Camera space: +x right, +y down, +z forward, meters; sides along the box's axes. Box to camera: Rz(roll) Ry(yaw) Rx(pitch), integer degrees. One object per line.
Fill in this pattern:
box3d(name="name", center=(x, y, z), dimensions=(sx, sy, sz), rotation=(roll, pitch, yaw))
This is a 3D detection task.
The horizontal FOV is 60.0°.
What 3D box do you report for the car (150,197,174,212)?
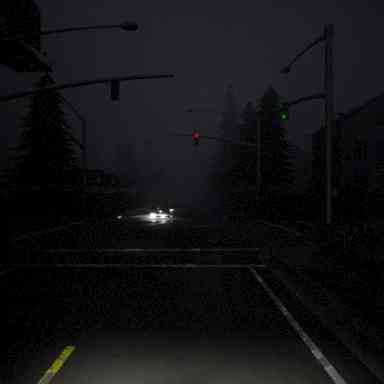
box3d(name="car", center=(-3.618, 1.491, 38.108), dimensions=(2.128, 1.511, 4.902), rotation=(0, 0, 0))
